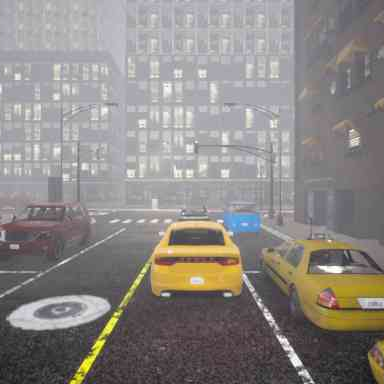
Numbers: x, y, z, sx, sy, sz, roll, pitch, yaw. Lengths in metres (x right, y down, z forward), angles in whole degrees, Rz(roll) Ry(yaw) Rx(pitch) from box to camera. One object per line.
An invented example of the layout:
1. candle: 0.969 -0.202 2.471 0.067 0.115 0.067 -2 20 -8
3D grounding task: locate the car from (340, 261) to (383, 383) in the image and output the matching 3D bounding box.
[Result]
1. car: 2.570 1.526 1.337 1.752 1.417 4.829 0 0 0

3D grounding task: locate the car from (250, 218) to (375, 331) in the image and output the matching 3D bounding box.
1. car: 2.576 1.527 6.977 1.752 1.417 4.829 0 0 0

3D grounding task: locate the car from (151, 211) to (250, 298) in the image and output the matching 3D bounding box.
1. car: 0.108 1.479 8.588 1.882 1.535 5.008 0 0 0

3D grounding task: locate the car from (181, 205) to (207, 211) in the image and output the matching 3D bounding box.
1. car: 0.125 1.497 19.059 2.128 1.511 4.902 0 0 0

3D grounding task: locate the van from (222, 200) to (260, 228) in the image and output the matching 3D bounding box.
1. van: 2.588 1.346 18.088 1.690 1.788 3.998 0 0 0

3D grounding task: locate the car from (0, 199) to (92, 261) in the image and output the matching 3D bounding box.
1. car: -5.298 1.318 12.457 2.192 1.841 5.009 0 0 0

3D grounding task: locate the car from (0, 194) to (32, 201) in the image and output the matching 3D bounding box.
1. car: -20.833 1.112 38.090 5.009 1.841 2.192 1 -1 0
